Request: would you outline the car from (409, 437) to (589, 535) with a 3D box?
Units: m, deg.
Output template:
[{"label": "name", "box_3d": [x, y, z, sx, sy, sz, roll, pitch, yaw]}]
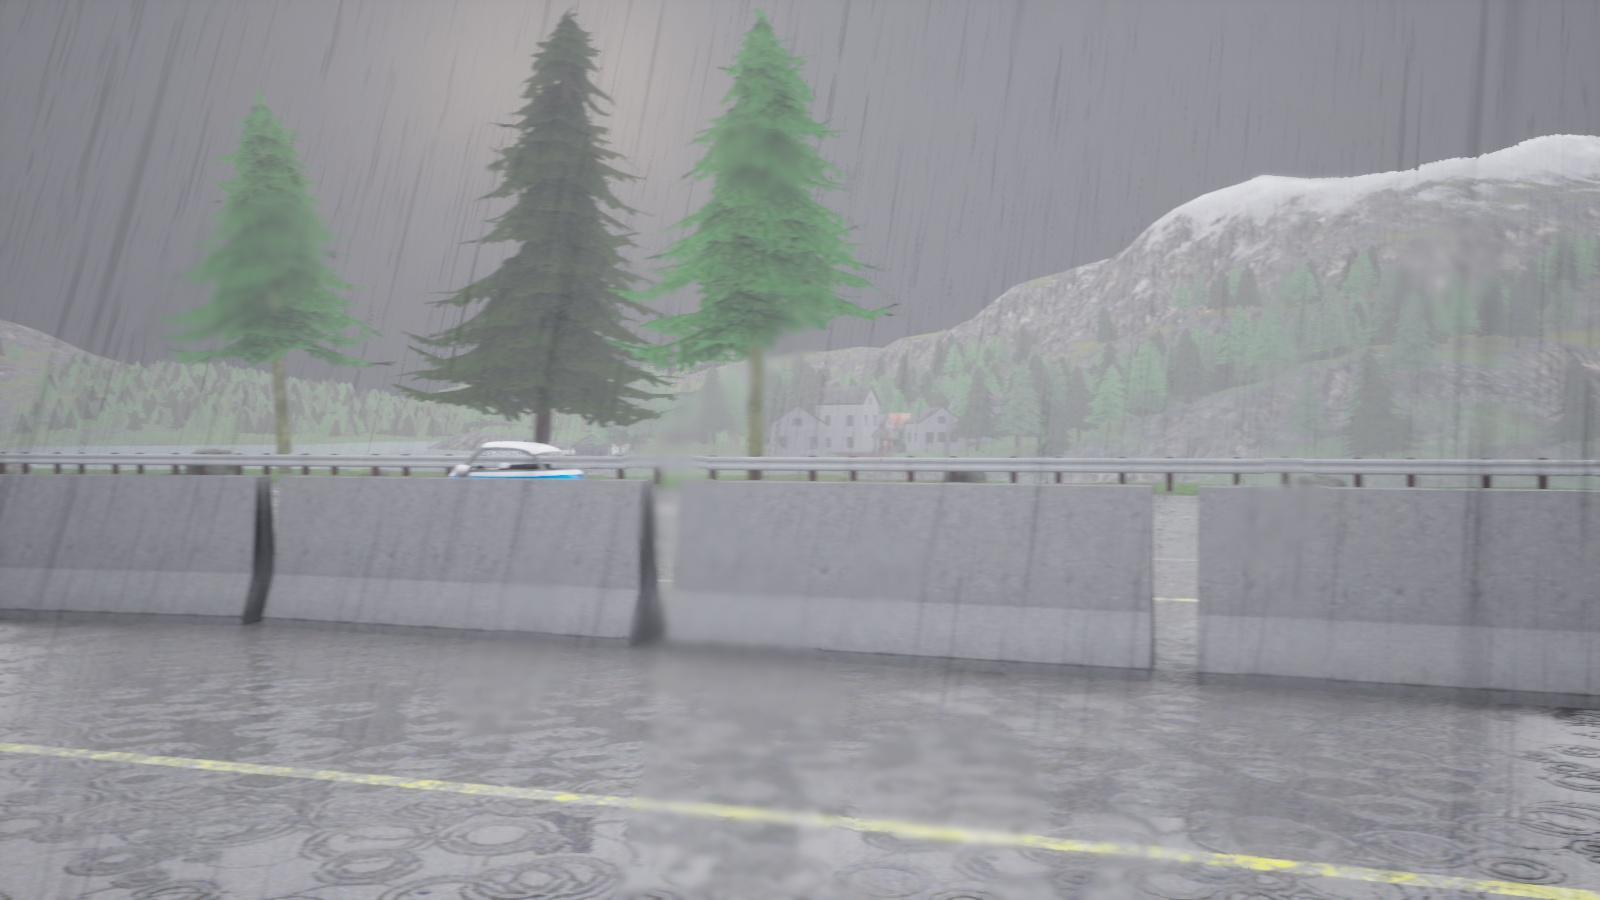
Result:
[{"label": "car", "box_3d": [-4.534, 0.512, 19.059, 2.207, 1.376, 1.481, 1, 1, 15]}]
